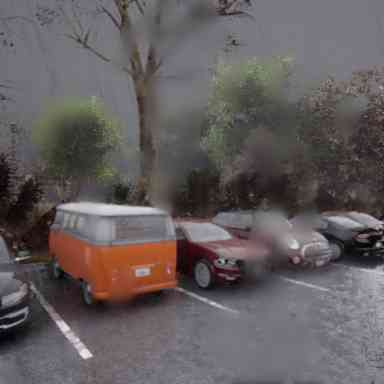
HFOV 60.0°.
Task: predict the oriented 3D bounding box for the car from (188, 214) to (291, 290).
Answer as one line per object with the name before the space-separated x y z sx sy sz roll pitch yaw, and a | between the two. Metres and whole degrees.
car | 0.062 1.526 9.626 2.097 1.535 5.008 1 0 -35

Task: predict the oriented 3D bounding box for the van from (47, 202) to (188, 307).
van | -2.199 1.277 8.154 1.878 1.987 4.442 1 0 -35

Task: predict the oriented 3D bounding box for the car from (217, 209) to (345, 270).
car | 2.348 1.424 11.284 2.185 1.767 4.553 1 0 -35

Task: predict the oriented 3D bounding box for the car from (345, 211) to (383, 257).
car | 4.669 1.573 12.891 2.097 1.535 5.008 1 0 -35

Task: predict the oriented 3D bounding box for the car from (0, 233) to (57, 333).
car | -4.440 1.481 6.427 2.231 1.521 4.892 1 0 -35
